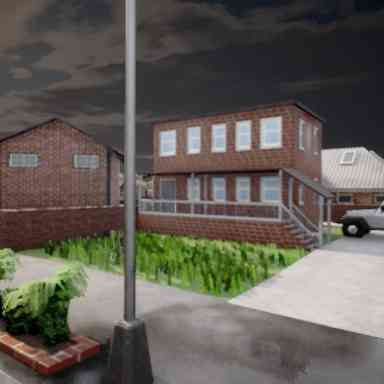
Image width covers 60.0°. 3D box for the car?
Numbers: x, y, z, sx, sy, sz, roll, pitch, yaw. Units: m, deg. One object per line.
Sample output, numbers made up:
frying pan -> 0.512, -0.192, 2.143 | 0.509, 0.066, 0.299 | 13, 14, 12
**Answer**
car -> 7.882, 0.967, 13.028 | 3.866, 1.878, 1.905 | 0, 0, 36
